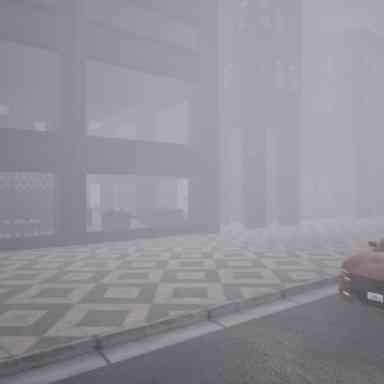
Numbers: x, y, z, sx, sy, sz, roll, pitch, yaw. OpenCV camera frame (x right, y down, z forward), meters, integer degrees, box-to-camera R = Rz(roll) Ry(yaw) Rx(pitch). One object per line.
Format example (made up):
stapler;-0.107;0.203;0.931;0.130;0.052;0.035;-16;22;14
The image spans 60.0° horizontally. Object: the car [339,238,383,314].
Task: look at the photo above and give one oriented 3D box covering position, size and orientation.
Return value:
car;5.087;1.473;6.990;5.008;1.535;1.882;0;0;-35
